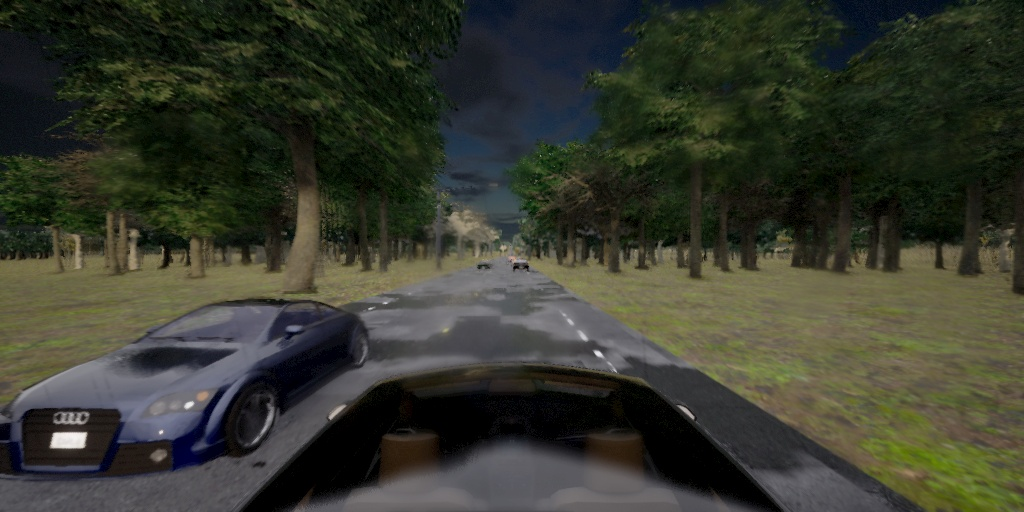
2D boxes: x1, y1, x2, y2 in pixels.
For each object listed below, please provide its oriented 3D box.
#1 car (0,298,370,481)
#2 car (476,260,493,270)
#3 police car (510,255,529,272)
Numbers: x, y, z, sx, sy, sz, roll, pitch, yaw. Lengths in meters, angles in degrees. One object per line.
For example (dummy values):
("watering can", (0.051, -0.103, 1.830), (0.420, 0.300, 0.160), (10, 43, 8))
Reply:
("car", (-3.590, 1.305, 4.898), (1.994, 1.385, 4.181), (0, 0, 0))
("car", (-3.542, 1.171, 46.754), (1.895, 1.301, 4.718), (0, 0, 1))
("police car", (1.053, 1.015, 42.801), (1.930, 1.638, 5.238), (0, 0, 0))
